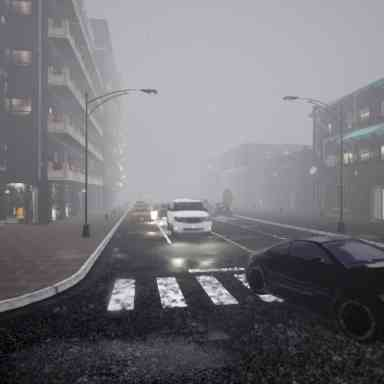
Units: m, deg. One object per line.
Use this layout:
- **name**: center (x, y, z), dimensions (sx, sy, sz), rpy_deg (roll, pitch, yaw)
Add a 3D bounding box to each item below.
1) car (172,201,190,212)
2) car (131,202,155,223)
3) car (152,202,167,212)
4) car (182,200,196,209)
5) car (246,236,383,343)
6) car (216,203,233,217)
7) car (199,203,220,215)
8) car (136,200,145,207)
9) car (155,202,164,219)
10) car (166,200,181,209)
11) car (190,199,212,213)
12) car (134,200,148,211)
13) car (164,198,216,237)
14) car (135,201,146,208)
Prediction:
- **car**: center (-1.735, 2.089, 49.659), dimensions (2.128, 1.511, 4.902), rpy_deg (0, -1, -9)
- **car**: center (-4.432, 1.870, 29.160), dimensions (1.752, 1.417, 4.829), rpy_deg (-1, -1, -9)
- **car**: center (-4.903, 2.219, 49.836), dimensions (1.895, 1.301, 4.718), rpy_deg (0, -1, -9)
- **car**: center (-0.577, 2.236, 58.827), dimensions (1.752, 1.417, 4.829), rpy_deg (-1, -1, -9)
- **car**: center (2.848, 1.598, 6.569), dimensions (1.994, 1.385, 4.181), rpy_deg (0, -1, -24)
- **car**: center (3.027, 1.875, 36.237), dimensions (1.967, 1.590, 4.097), rpy_deg (-1, -1, -9)
- **car**: center (2.118, 2.085, 41.837), dimensions (1.802, 1.307, 4.206), rpy_deg (-1, -1, -9)
- **car**: center (-10.610, 2.372, 68.587), dimensions (1.887, 1.381, 4.507), rpy_deg (-1, -1, -9)
- **car**: center (-2.493, 1.884, 34.089), dimensions (1.882, 1.535, 5.008), rpy_deg (0, -1, -9)
- **car**: center (-3.353, 2.213, 59.828), dimensions (2.128, 1.511, 4.902), rpy_deg (0, -1, -9)
- **car**: center (1.226, 1.887, 47.447), dimensions (2.192, 1.841, 5.009), rpy_deg (-1, -1, -9)
- **car**: center (-7.949, 2.060, 51.767), dimensions (1.967, 1.590, 4.097), rpy_deg (-1, -1, -9)
- **car**: center (-0.301, 1.453, 20.236), dimensions (2.150, 2.045, 5.566), rpy_deg (0, 0, -8)
- **car**: center (-9.720, 2.324, 62.980), dimensions (1.947, 1.339, 4.313), rpy_deg (-1, -1, -9)
